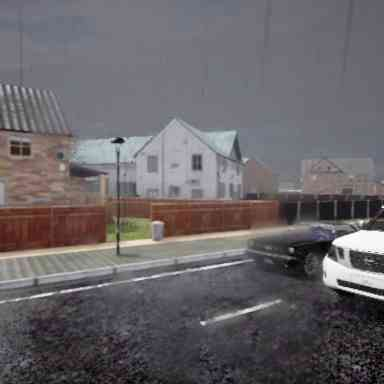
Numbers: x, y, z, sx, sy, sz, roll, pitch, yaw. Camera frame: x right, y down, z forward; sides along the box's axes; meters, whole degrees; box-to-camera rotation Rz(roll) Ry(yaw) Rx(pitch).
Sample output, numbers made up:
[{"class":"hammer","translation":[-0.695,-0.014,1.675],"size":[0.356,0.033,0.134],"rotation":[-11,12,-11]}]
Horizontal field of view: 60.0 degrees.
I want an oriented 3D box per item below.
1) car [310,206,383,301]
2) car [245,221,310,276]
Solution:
[{"class":"car","translation":[5.334,1.228,7.495],"size":[5.566,2.045,2.150],"rotation":[0,0,-36]},{"class":"car","translation":[3.913,1.608,10.475],"size":[4.718,1.301,1.895],"rotation":[0,0,-36]}]
